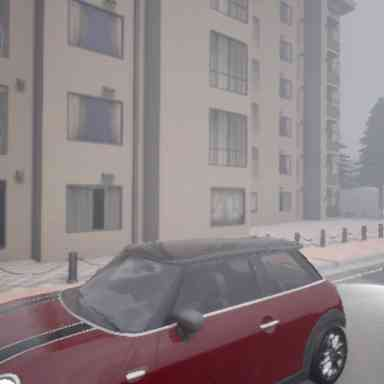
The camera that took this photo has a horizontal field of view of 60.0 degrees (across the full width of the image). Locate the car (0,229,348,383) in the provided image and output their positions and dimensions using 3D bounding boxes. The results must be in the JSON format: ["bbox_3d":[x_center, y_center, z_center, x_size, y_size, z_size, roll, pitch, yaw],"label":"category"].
[{"bbox_3d":[-0.242,1.385,3.820,4.553,1.767,2.097,1,-1,-36],"label":"car"}]
